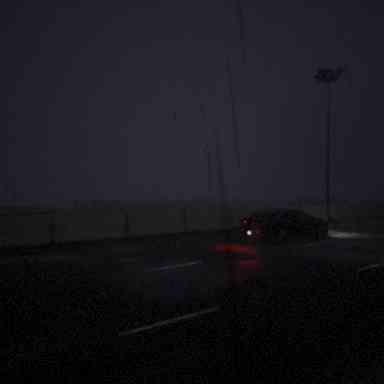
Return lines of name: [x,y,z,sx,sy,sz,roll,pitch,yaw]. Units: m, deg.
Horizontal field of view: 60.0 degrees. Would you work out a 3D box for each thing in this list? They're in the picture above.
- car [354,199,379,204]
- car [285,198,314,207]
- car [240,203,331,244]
car: [21.901,1.564,41.465,4.181,1.385,1.994,1,0,-36]
car: [16.328,1.572,50.383,4.181,1.385,1.994,1,0,-36]
car: [4.401,1.474,15.593,4.892,1.490,1.837,0,0,-36]
